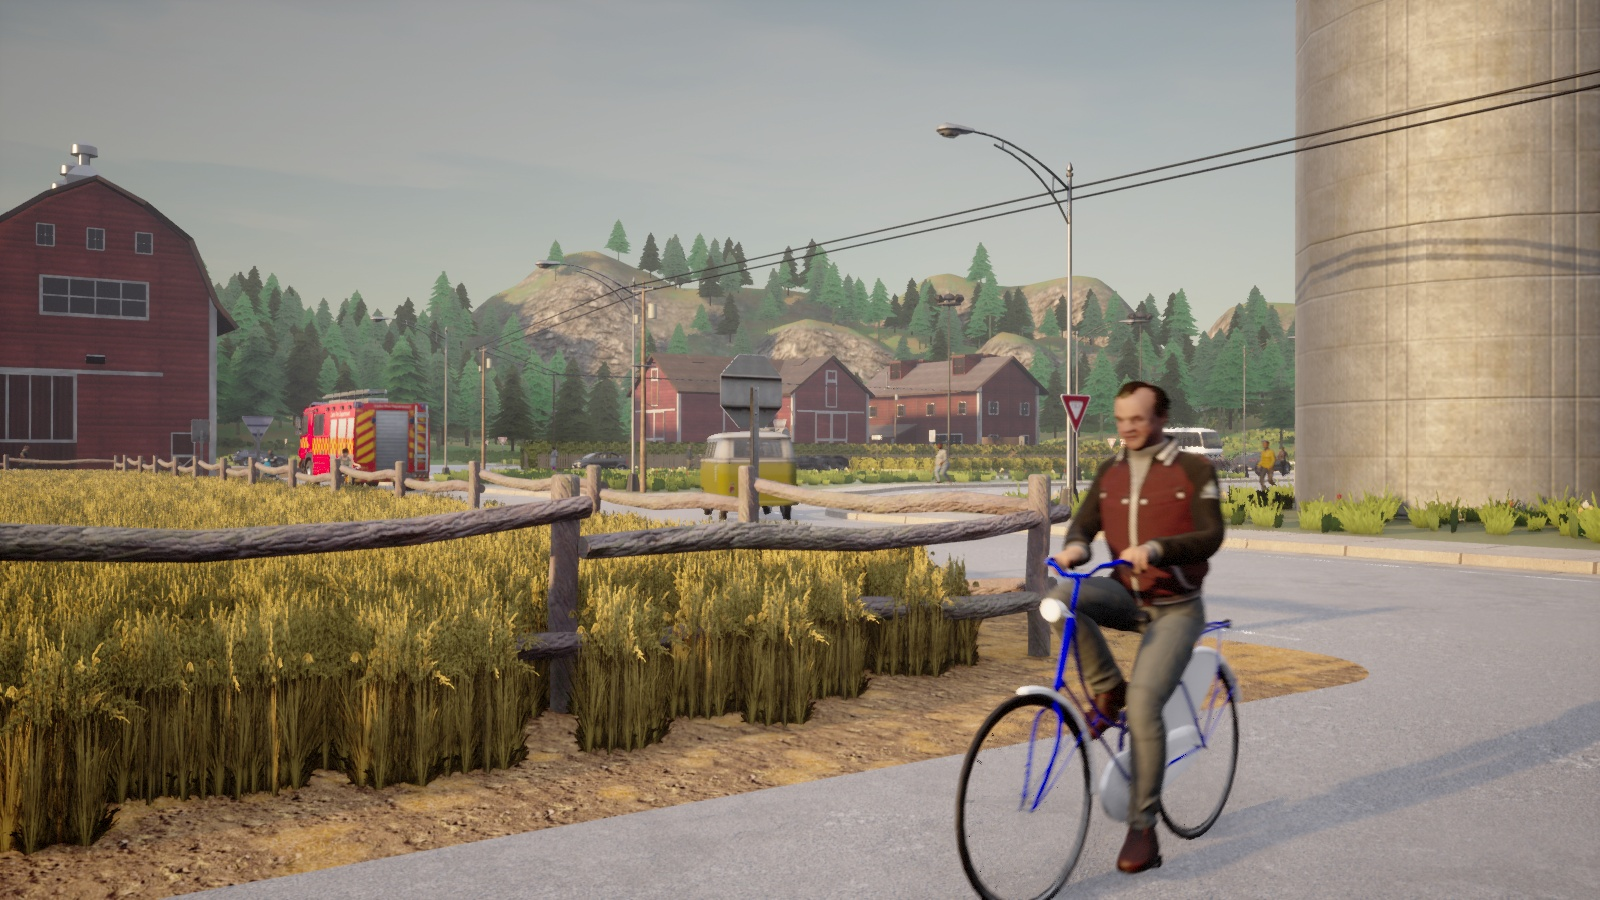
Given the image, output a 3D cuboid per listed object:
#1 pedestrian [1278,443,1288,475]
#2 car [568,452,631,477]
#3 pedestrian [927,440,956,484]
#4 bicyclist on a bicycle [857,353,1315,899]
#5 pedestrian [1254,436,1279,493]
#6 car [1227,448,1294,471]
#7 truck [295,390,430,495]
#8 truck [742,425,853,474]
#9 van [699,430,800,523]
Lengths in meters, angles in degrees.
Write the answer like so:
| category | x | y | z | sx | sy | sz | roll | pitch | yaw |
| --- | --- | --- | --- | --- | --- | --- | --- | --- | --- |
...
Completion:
| category | x | y | z | sx | sy | sz | roll | pitch | yaw |
| --- | --- | --- | --- | --- | --- | --- | --- | --- | --- |
| pedestrian | 28.235 | 0.524 | 73.417 | 0.328 | 1.805 | 0.869 | 0 | 0 | 34 |
| car | -13.290 | 0.950 | 83.219 | 3.705 | 1.549 | 1.789 | -1 | 0 | -31 |
| pedestrian | 6.018 | 0.518 | 53.408 | 0.900 | 1.855 | 0.874 | 0 | 0 | -32 |
| bicyclist on a bicycle | 1.076 | 0.624 | 4.407 | 1.843 | 1.776 | 0.659 | 0 | -1 | -45 |
| pedestrian | 15.119 | 0.468 | 40.714 | 0.709 | 1.840 | 0.431 | 0 | 0 | -32 |
| car | 33.206 | 0.674 | 90.477 | 5.027 | 1.651 | 2.152 | 0 | 0 | -37 |
| truck | -17.578 | -0.259 | 50.033 | 2.891 | 3.827 | 8.468 | 0 | 0 | -35 |
| truck | -0.143 | -0.011 | 92.297 | 7.936 | 3.462 | 2.891 | 0 | 0 | -35 |
| van | -1.260 | 0.572 | 29.395 | 1.775 | 1.987 | 4.442 | -1 | 0 | -10 |
